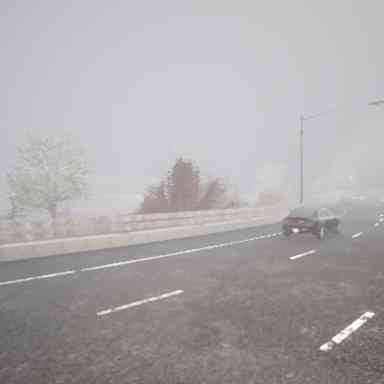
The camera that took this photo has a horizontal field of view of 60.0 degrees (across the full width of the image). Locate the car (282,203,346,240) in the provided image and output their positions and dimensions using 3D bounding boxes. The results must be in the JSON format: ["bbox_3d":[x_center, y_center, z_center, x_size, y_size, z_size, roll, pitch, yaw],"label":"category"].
[{"bbox_3d":[6.419,1.552,17.540,1.837,1.490,4.892,1,0,39],"label":"car"}]

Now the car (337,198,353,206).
[{"bbox_3d":[26.961,1.729,58.668,1.994,1.385,4.181,0,0,14],"label":"car"}]
